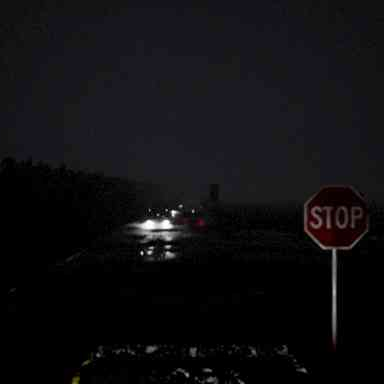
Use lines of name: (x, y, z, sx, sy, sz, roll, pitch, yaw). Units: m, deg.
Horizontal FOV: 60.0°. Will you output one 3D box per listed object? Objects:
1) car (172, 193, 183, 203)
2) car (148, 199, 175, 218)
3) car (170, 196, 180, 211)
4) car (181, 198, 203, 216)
car: (-2.782, 1.241, 61.657, 2.150, 2.045, 5.566, 0, 0, 1)
car: (-2.848, 1.618, 30.132, 1.895, 1.301, 4.718, 0, 0, 0)
car: (-2.845, 1.584, 41.729, 1.994, 1.385, 4.181, 0, 0, 0)
car: (0.102, 1.543, 33.050, 1.812, 1.442, 4.674, 0, 0, 0)
